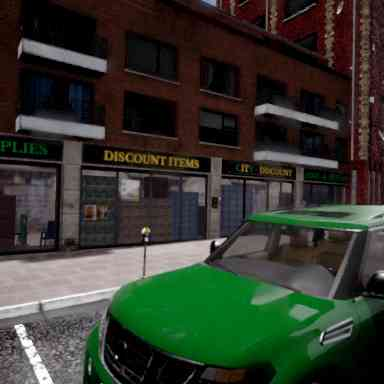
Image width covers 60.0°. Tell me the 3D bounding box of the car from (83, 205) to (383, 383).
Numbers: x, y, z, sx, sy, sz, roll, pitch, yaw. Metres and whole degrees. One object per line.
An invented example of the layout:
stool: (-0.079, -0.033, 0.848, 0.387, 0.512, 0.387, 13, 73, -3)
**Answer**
car: (1.617, 1.225, 4.105, 5.566, 2.045, 2.150, 0, 0, -36)
